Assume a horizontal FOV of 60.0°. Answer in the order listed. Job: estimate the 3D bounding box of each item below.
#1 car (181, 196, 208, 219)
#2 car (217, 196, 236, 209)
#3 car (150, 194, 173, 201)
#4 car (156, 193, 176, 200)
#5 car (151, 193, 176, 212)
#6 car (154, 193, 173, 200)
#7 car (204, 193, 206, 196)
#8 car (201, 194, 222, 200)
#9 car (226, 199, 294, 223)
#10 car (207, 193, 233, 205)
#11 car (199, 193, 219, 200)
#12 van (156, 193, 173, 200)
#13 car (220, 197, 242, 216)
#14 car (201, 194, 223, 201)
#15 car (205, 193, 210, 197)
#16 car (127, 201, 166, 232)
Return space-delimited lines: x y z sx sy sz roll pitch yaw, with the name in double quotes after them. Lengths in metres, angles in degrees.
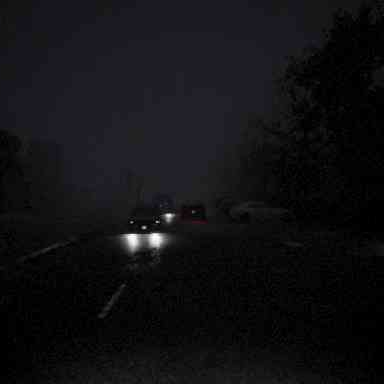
0.106 1.385 28.172 1.882 1.535 5.008 0 0 0 "car"
5.085 1.380 30.805 4.892 1.521 2.231 0 0 0 "car"
-7.553 1.360 82.921 5.366 1.575 1.946 0 -1 0 "car"
-7.451 1.339 95.072 5.566 2.045 2.435 0 -1 -1 "car"
-3.243 1.094 37.517 2.150 2.045 5.566 0 0 0 "car"
-7.362 1.278 85.842 4.553 1.767 2.185 0 -1 0 "car"
5.054 1.322 61.587 4.674 1.452 2.002 0 0 0 "car"
5.044 1.438 87.836 5.366 1.575 1.946 0 -1 -1 "car"
5.087 1.440 24.383 4.674 1.452 2.002 0 0 0 "car"
5.038 1.178 45.054 4.892 1.490 1.837 -2 -2 -27 "car"
4.781 1.304 93.555 5.566 2.045 2.435 0 -2 -1 "car"
-7.303 1.233 88.881 4.442 1.987 1.878 0 -1 -1 "van"
5.096 1.389 27.531 5.008 1.535 2.097 0 0 0 "car"
5.067 1.395 85.175 5.366 1.575 1.946 0 -1 0 "car"
5.126 1.165 58.416 4.553 1.767 2.185 0 0 0 "car"
-2.868 1.481 20.118 2.033 1.411 5.357 0 0 -8 "car"
